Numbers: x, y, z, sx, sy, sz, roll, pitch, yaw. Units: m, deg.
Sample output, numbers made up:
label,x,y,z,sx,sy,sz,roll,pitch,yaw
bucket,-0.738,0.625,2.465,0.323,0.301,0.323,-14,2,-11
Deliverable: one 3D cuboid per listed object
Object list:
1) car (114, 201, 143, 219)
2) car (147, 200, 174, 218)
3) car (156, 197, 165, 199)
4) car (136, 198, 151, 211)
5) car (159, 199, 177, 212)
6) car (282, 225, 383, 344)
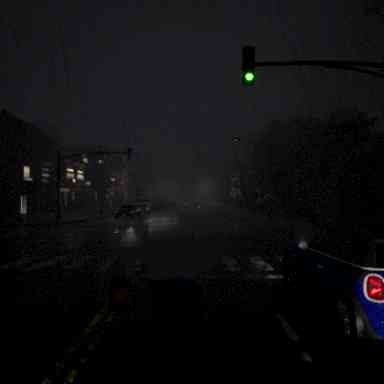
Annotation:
label,x,y,z,sx,sy,sz,roll,pitch,yaw
car,-6.646,1.983,34.870,1.812,1.442,4.674,0,-1,1
car,-3.383,1.958,36.695,1.882,1.535,5.008,0,-1,0
car,-6.644,2.125,69.501,2.150,2.045,5.566,0,-1,0
car,-6.661,1.817,45.403,2.150,2.045,5.566,0,-1,0
car,-3.410,2.111,46.201,1.837,1.490,4.892,0,-1,0
car,3.349,1.441,6.718,2.097,1.767,4.553,0,-1,0
